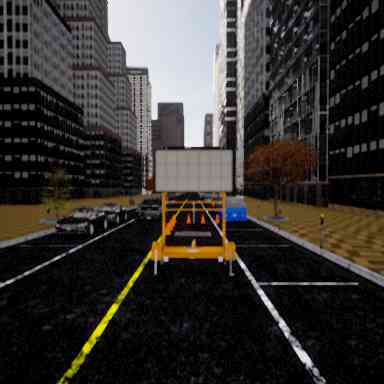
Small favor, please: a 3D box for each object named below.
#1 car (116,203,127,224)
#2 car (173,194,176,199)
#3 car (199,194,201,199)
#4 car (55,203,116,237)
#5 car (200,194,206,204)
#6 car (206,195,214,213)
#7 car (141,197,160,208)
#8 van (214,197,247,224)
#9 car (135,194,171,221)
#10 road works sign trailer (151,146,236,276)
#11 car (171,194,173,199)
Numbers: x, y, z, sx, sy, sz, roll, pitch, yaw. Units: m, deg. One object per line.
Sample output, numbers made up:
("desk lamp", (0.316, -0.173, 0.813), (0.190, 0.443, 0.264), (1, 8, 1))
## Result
("car", (-5.652, 1.450, 23.054), (2.008, 1.369, 4.403), (-1, 0, 0))
("car", (-5.518, 1.222, 84.928), (1.887, 1.381, 4.507), (-1, 0, 0))
("car", (2.826, 1.297, 68.035), (1.947, 1.339, 4.313), (-1, 0, 0))
("car", (-5.664, 1.473, 17.430), (2.008, 1.369, 4.403), (-1, 0, 0))
("car", (2.801, 1.295, 56.956), (1.752, 1.417, 4.829), (-1, 0, 0))
("car", (2.750, 1.294, 34.286), (1.967, 1.590, 4.097), (-1, 0, 0))
("car", (-5.603, 1.362, 45.554), (2.008, 1.369, 4.403), (-1, 0, 0))
("van", (2.724, 1.240, 23.036), (1.690, 1.788, 3.998), (-1, 0, 0))
("car", (-3.042, 1.240, 25.735), (2.097, 1.767, 4.553), (0, 0, 0))
("road works sign trailer", (0.060, 0.418, 10.206), (2.380, 3.560, 2.880), (0, 0, 1))
("car", (-5.557, 1.172, 68.053), (1.967, 1.590, 4.097), (-1, 0, 0))
